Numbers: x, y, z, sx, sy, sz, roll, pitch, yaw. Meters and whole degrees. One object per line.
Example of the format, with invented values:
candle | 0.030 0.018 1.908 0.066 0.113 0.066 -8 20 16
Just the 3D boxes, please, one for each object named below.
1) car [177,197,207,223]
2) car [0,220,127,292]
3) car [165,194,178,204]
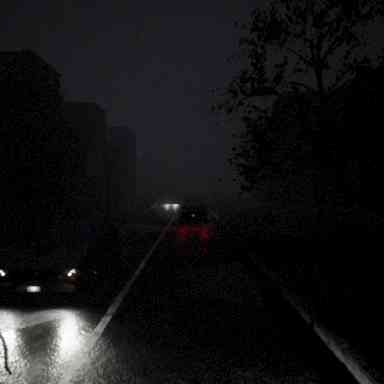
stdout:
car | 0.097 1.363 24.166 1.882 1.535 5.008 0 0 0
car | -3.101 1.504 9.168 2.033 1.411 5.357 0 0 0
car | -3.084 1.061 51.015 1.994 1.385 4.181 0 2 0
